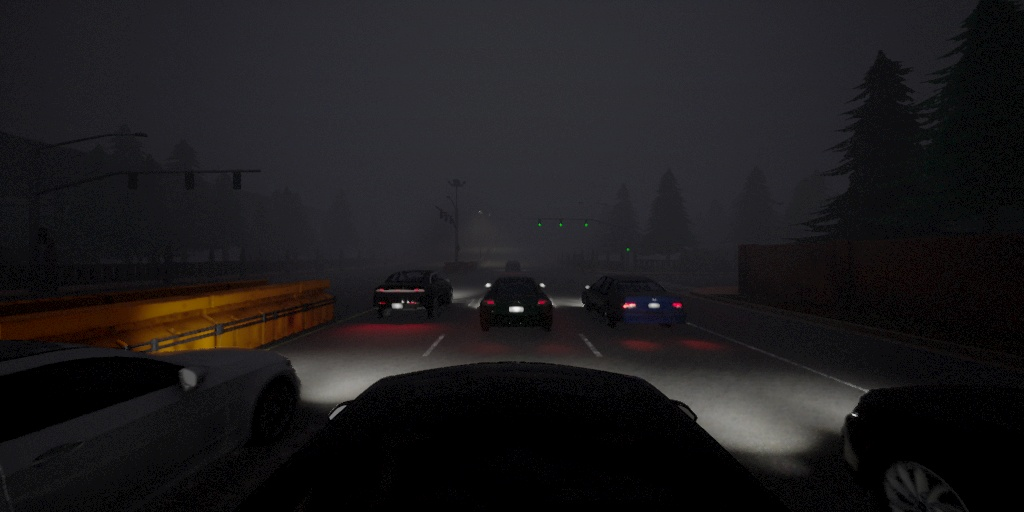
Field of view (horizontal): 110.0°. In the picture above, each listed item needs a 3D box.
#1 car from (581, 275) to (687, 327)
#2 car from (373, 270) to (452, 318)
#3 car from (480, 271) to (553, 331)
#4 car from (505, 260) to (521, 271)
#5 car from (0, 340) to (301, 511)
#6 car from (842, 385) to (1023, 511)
[{"bbox_3d":[3.605,1.309,11.601,2.033,1.411,5.357,0,0,0],"label":"car"},{"bbox_3d":[-3.395,1.255,13.038,2.128,1.511,4.902,0,0,0],"label":"car"},{"bbox_3d":[0.105,1.325,11.111,1.994,1.385,4.181,0,0,0],"label":"car"},{"bbox_3d":[0.119,1.280,46.033,1.882,1.535,5.008,0,0,0],"label":"car"},{"bbox_3d":[-3.403,1.276,2.279,1.812,1.442,4.674,0,0,0],"label":"car"},{"bbox_3d":[3.599,1.255,0.870,1.837,1.490,4.892,0,0,0],"label":"car"}]
